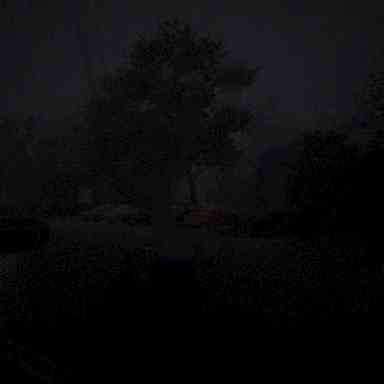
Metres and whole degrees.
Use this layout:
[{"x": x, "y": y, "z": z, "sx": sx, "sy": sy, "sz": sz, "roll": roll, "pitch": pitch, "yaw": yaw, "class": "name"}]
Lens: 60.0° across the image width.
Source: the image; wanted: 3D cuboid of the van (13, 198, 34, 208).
[{"x": -16.458, "y": 1.626, "z": 36.069, "sx": 1.878, "sy": 1.987, "sz": 4.442, "roll": -1, "pitch": 0, "yaw": 36, "class": "van"}]

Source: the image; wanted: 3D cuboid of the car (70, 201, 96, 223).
[{"x": -7.569, "y": 1.783, "z": 29.243, "sx": 1.946, "sy": 1.575, "sz": 5.366, "roll": 0, "pitch": 0, "yaw": 36, "class": "car"}]

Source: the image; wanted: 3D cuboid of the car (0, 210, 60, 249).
[{"x": -8.435, "y": 1.776, "z": 13.903, "sx": 2.163, "sy": 1.488, "sz": 4.792, "roll": 0, "pitch": 0, "yaw": 36, "class": "car"}]

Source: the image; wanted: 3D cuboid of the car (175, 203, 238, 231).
[{"x": 1.405, "y": 1.723, "z": 22.952, "sx": 2.097, "sy": 1.535, "sz": 5.008, "roll": 0, "pitch": 0, "yaw": 36, "class": "car"}]

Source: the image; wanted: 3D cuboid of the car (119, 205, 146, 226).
[{"x": -2.993, "y": 1.784, "z": 26.114, "sx": 2.163, "sy": 1.488, "sz": 4.792, "roll": 0, "pitch": 0, "yaw": 36, "class": "car"}]

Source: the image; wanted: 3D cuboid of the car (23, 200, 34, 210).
[{"x": -14.200, "y": 1.863, "z": 34.251, "sx": 2.163, "sy": 1.488, "sz": 4.792, "roll": 0, "pitch": 0, "yaw": 36, "class": "car"}]

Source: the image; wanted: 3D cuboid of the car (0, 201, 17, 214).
[{"x": -25.382, "y": 1.971, "z": 42.409, "sx": 2.097, "sy": 1.535, "sz": 5.008, "roll": -1, "pitch": -1, "yaw": 36, "class": "car"}]

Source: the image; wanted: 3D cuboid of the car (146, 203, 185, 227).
[{"x": -0.817, "y": 1.614, "z": 24.610, "sx": 2.185, "sy": 1.767, "sz": 4.553, "roll": 0, "pitch": 0, "yaw": 36, "class": "car"}]

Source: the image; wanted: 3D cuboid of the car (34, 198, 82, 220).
[{"x": -11.927, "y": 1.566, "z": 32.671, "sx": 2.435, "sy": 2.045, "sz": 5.566, "roll": 0, "pitch": 0, "yaw": 36, "class": "car"}]

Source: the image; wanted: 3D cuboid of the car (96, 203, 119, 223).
[{"x": -5.219, "y": 1.810, "z": 27.763, "sx": 2.002, "sy": 1.452, "sz": 4.674, "roll": 0, "pitch": 0, "yaw": 36, "class": "car"}]

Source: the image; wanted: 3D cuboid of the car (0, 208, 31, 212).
[{"x": -10.662, "y": 1.762, "z": 15.561, "sx": 2.097, "sy": 1.535, "sz": 5.008, "roll": 0, "pitch": 0, "yaw": 36, "class": "car"}]

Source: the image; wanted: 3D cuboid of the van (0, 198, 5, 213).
[{"x": -27.561, "y": 1.785, "z": 44.128, "sx": 1.878, "sy": 1.987, "sz": 4.442, "roll": -1, "pitch": -1, "yaw": 36, "class": "van"}]

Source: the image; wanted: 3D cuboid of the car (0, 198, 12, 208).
[{"x": -12.896, "y": 1.527, "z": 17.212, "sx": 2.435, "sy": 2.045, "sz": 5.566, "roll": 0, "pitch": 0, "yaw": 36, "class": "car"}]
